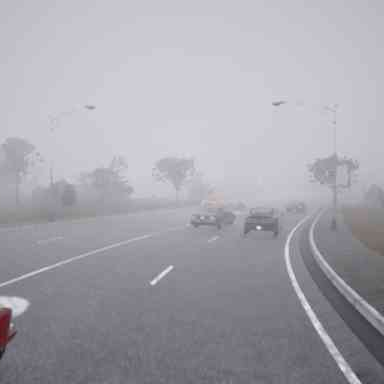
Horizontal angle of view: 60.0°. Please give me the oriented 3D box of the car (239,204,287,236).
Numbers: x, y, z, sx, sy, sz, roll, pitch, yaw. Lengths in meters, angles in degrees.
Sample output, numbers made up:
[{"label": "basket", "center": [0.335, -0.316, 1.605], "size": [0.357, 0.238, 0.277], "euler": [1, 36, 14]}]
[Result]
[{"label": "car", "center": [4.308, 1.623, 19.644], "size": [1.837, 1.490, 4.892], "euler": [0, 0, 20]}]

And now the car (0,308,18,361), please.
[{"label": "car", "center": [-3.180, 1.587, 1.972], "size": [1.895, 1.301, 4.718], "euler": [0, 0, 3]}]

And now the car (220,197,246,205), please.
[{"label": "car", "center": [5.354, 1.553, 41.081], "size": [1.812, 1.442, 4.674], "euler": [1, 1, 23]}]

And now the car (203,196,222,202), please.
[{"label": "car", "center": [2.887, 1.320, 44.174], "size": [2.097, 1.767, 4.553], "euler": [1, 1, 24]}]

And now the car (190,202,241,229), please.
[{"label": "car", "center": [1.529, 1.632, 22.440], "size": [2.033, 1.411, 5.357], "euler": [1, 0, 21]}]

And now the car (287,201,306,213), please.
[{"label": "car", "center": [12.157, 1.716, 38.683], "size": [1.895, 1.301, 4.718], "euler": [1, 1, 23]}]
